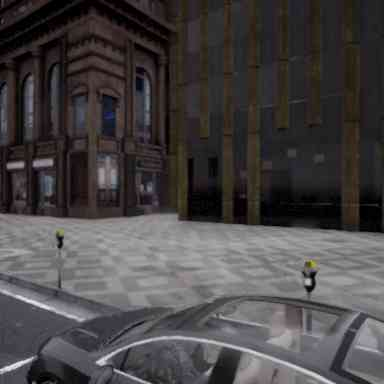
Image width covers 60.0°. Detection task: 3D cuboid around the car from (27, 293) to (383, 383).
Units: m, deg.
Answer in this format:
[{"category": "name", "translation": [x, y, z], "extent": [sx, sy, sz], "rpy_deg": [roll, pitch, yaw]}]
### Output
[{"category": "car", "translation": [0.389, 1.569, 2.678], "extent": [4.403, 1.369, 2.008], "rpy_deg": [0, 0, 36]}]
